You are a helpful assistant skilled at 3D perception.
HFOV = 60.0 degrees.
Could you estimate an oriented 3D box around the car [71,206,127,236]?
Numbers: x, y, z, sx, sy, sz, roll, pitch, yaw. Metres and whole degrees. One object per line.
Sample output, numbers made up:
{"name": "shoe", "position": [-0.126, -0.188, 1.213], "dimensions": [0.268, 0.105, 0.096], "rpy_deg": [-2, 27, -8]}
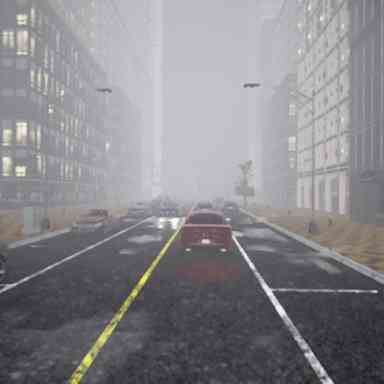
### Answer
{"name": "car", "position": [-5.078, 1.551, 18.043], "dimensions": [1.802, 1.307, 4.206], "rpy_deg": [1, 0, 2]}

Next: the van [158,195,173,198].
{"name": "van", "position": [-4.052, 1.306, 46.488], "dimensions": [1.690, 1.788, 3.998], "rpy_deg": [1, 0, 2]}

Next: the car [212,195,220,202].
{"name": "car", "position": [5.351, 1.527, 74.784], "dimensions": [1.752, 1.417, 4.829], "rpy_deg": [1, 0, 2]}

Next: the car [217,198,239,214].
{"name": "car", "position": [3.911, 1.584, 34.796], "dimensions": [1.947, 1.339, 4.313], "rpy_deg": [1, 0, 2]}

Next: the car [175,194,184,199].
{"name": "car", "position": [-3.234, 1.395, 69.241], "dimensions": [1.967, 1.590, 4.097], "rpy_deg": [1, 0, 2]}

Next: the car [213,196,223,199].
{"name": "car", "position": [4.732, 1.451, 57.548], "dimensions": [1.967, 1.590, 4.097], "rpy_deg": [1, 0, 2]}

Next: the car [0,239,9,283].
{"name": "car", "position": [-5.487, 1.533, 6.668], "dimensions": [1.947, 1.339, 4.313], "rpy_deg": [1, 0, 2]}

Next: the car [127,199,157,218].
{"name": "car", "position": [-4.668, 1.519, 29.422], "dimensions": [2.008, 1.369, 4.403], "rpy_deg": [1, 0, 2]}

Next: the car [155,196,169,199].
{"name": "car", "position": [-4.259, 1.511, 40.799], "dimensions": [1.887, 1.381, 4.507], "rpy_deg": [1, 0, 2]}

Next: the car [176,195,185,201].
{"name": "car", "position": [-2.825, 1.514, 80.619], "dimensions": [1.947, 1.339, 4.313], "rpy_deg": [1, 0, 2]}

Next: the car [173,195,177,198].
{"name": "car", "position": [-3.849, 1.545, 52.176], "dimensions": [1.802, 1.307, 4.206], "rpy_deg": [1, 0, 2]}

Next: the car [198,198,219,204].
{"name": "car", "position": [1.161, 1.567, 30.501], "dimensions": [1.994, 1.385, 4.181], "rpy_deg": [0, 0, 2]}

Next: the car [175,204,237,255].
{"name": "car", "position": [0.548, 1.481, 13.442], "dimensions": [1.882, 1.535, 5.008], "rpy_deg": [0, 0, 2]}

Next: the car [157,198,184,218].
{"name": "car", "position": [-2.031, 1.548, 30.104], "dimensions": [1.994, 1.385, 4.181], "rpy_deg": [0, 0, 2]}

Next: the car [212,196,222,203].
{"name": "car", "position": [5.139, 1.587, 68.925], "dimensions": [1.802, 1.307, 4.206], "rpy_deg": [1, 0, 2]}

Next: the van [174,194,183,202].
{"name": "van", "position": [-3.028, 1.292, 74.930], "dimensions": [1.690, 1.788, 3.998], "rpy_deg": [1, 0, 2]}
